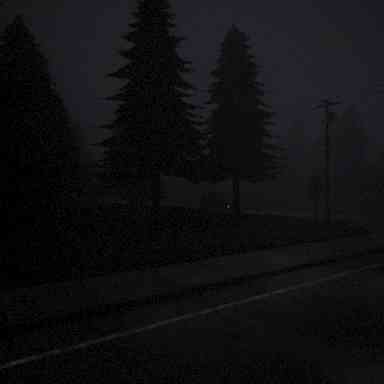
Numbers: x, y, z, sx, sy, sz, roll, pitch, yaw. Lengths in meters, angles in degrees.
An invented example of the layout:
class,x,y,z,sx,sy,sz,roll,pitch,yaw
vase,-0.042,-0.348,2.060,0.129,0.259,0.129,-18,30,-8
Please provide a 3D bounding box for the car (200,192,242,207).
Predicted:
class,x,y,z,sx,sy,sz,roll,pitch,yaw
car,3.121,1.043,36.915,2.150,2.045,5.566,0,0,-34
